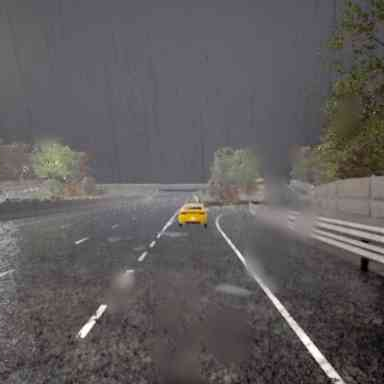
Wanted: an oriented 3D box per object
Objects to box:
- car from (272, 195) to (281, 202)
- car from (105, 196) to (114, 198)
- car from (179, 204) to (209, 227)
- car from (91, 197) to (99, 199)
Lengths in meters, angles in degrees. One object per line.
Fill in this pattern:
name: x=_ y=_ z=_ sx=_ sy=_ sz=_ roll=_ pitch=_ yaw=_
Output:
car: x=22.770 y=2.274 z=90.065 sx=1.812 sy=1.442 sz=4.674 roll=0 pitch=2 yaw=20
car: x=-21.052 y=1.950 z=83.518 sx=2.033 sy=1.411 sz=5.357 roll=0 pitch=0 yaw=0
car: x=0.172 y=1.594 z=24.160 sx=1.882 sy=1.535 sz=5.008 roll=0 pitch=0 yaw=3
car: x=-24.552 y=2.005 z=83.486 sx=1.895 sy=1.301 sz=4.718 roll=0 pitch=0 yaw=0
